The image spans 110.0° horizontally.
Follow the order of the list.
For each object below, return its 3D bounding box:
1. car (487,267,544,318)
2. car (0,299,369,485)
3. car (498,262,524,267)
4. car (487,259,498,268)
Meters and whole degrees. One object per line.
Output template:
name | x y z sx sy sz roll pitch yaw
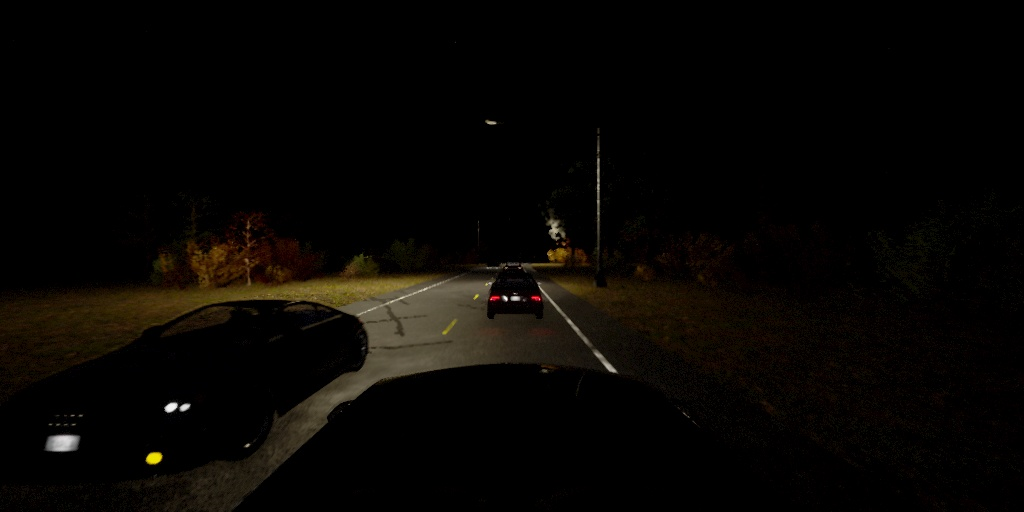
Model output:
car | 0.100 1.299 13.025 2.033 1.411 5.357 0 0 0
car | -3.600 1.314 4.864 1.994 1.385 4.181 0 0 0
car | 0.100 1.247 32.974 2.128 1.511 4.902 0 0 0
car | -3.281 1.310 63.743 2.033 1.411 5.357 0 0 2
